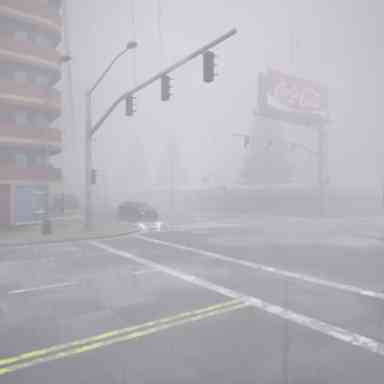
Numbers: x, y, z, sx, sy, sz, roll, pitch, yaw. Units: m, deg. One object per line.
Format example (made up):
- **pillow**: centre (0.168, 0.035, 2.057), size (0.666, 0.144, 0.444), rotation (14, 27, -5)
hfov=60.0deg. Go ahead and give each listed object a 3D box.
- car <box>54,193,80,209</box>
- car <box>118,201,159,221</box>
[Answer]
- **car**: centre (-16.670, 1.211, 44.126), size (2.150, 2.045, 5.566), rotation (0, 0, -36)
- **car**: centre (-4.462, 1.492, 27.164), size (1.837, 1.490, 4.892), rotation (0, 1, -36)
